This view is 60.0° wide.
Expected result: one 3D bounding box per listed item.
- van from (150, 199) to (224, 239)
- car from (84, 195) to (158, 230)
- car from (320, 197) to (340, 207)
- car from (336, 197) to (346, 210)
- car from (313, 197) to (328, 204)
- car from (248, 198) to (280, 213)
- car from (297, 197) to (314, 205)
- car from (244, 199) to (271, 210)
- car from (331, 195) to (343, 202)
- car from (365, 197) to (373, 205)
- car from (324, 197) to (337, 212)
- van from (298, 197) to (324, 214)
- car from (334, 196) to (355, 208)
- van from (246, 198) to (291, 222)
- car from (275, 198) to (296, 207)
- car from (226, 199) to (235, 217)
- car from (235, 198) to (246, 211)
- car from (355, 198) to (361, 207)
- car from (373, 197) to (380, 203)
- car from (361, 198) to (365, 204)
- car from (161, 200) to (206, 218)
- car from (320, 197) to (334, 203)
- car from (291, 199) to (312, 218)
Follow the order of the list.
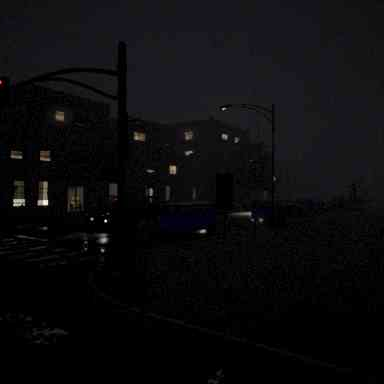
[{"bbox_3d":[-0.133,1.407,17.677,1.690,1.788,3.998,0,0,35],"label":"van"},{"bbox_3d":[-4.294,1.248,21.821,2.150,2.045,5.566,1,0,35],"label":"car"},{"bbox_3d":[22.731,1.658,54.698,1.882,1.535,5.008,1,0,35],"label":"car"},{"bbox_3d":[18.921,1.729,44.779,1.947,1.339,4.313,0,0,35],"label":"car"},{"bbox_3d":[27.857,1.729,72.060,1.752,1.417,4.829,0,0,35],"label":"car"},{"bbox_3d":[8.843,1.583,40.475,2.128,1.511,4.902,1,0,35],"label":"car"},{"bbox_3d":[21.604,1.706,63.165,1.887,1.381,4.507,0,0,35],"label":"car"},{"bbox_3d":[8.901,1.629,45.098,1.887,1.381,4.507,0,0,35],"label":"car"},{"bbox_3d":[37.483,1.713,85.750,1.967,1.590,4.097,0,0,35],"label":"car"},{"bbox_3d":[34.801,1.810,67.365,1.887,1.381,4.507,0,0,35],"label":"car"},{"bbox_3d":[15.844,1.671,40.402,1.752,1.417,4.829,0,0,35],"label":"car"},{"bbox_3d":[12.571,1.469,35.745,1.690,1.788,3.998,0,0,35],"label":"van"},{"bbox_3d":[22.099,1.497,49.297,2.192,1.841,5.009,0,0,35],"label":"car"},{"bbox_3d":[6.219,1.436,26.712,1.690,1.788,3.998,0,0,35],"label":"van"},{"bbox_3d":[15.252,1.666,54.131,1.887,1.381,4.507,0,0,35],"label":"car"},{"bbox_3d":[1.703,1.531,30.348,1.882,1.535,5.008,1,0,35],"label":"car"},{"bbox_3d":[5.726,1.507,40.581,1.967,1.590,4.097,0,0,35],"label":"car"},{"bbox_3d":[25.275,1.517,53.814,2.192,1.841,5.009,0,0,35],"label":"car"},{"bbox_3d":[44.328,1.900,80.916,1.947,1.339,4.313,0,0,35],"label":"car"},{"bbox_3d":[28.547,1.748,58.470,1.752,1.417,4.829,0,0,35],"label":"car"},{"bbox_3d":[-0.725,1.559,31.407,1.752,1.417,4.829,0,0,35],"label":"car"},{"bbox_3d":[31.131,1.793,76.716,1.947,1.339,4.313,0,0,35],"label":"car"},{"bbox_3d":[9.393,1.656,31.228,1.887,1.381,4.507,0,0,35],"label":"car"}]
